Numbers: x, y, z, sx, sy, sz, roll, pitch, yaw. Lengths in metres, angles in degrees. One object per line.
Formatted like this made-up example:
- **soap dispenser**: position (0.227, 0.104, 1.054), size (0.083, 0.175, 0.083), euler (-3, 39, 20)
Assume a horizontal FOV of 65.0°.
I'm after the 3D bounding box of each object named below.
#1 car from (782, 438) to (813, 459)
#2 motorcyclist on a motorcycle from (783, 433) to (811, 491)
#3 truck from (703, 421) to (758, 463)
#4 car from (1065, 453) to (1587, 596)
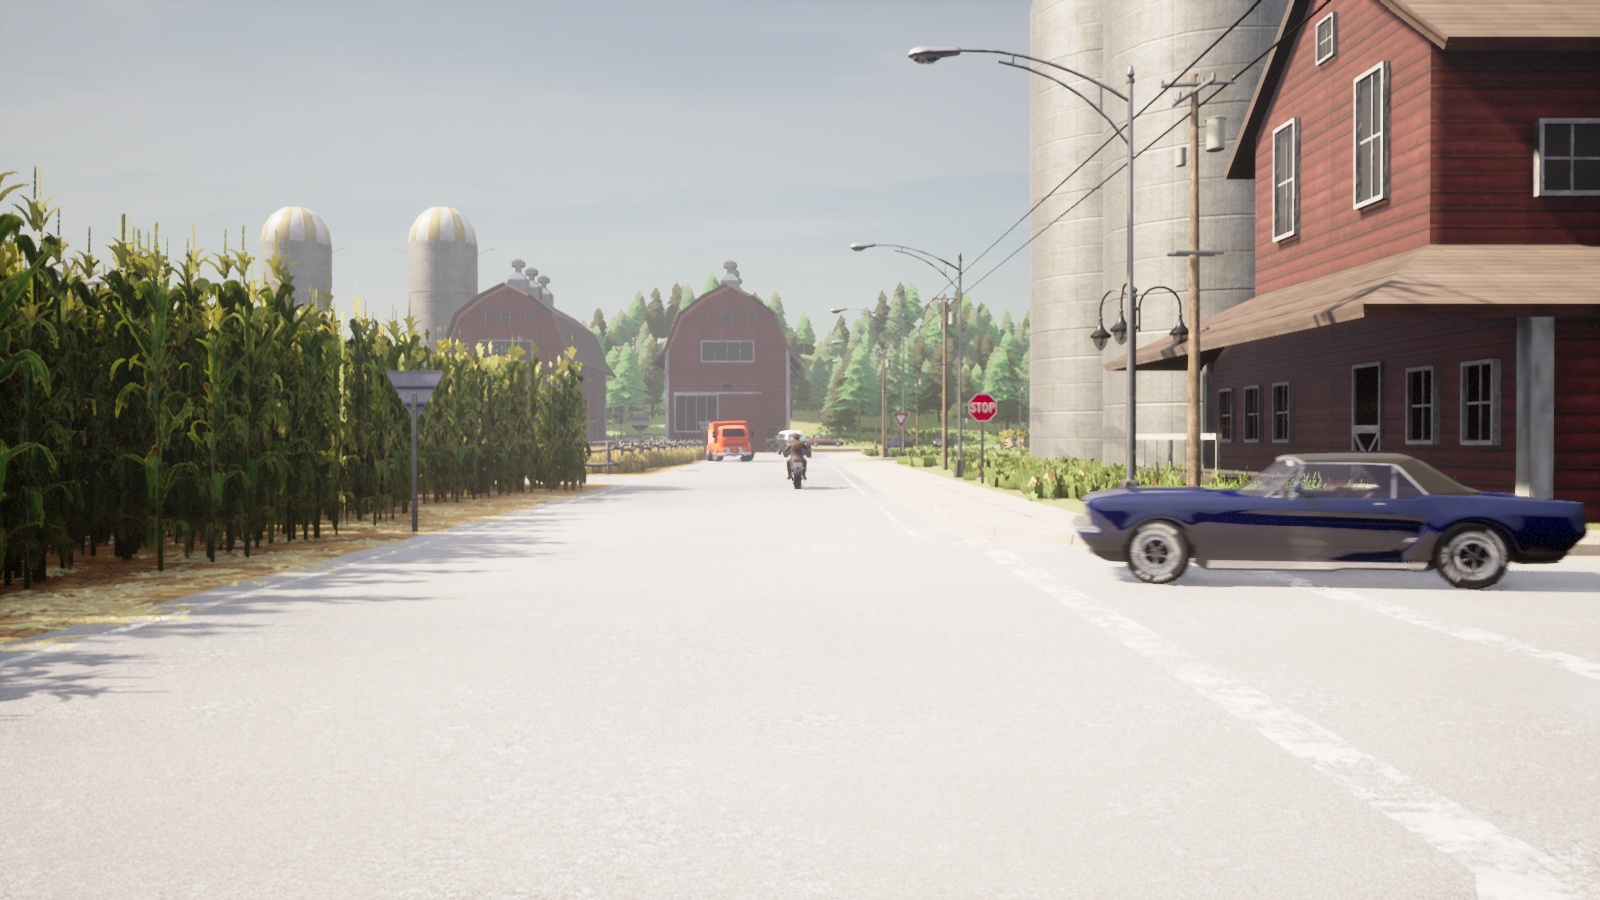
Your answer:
- **car**: position (-0.191, -0.146, 91.267), size (2.163, 1.488, 4.792), euler (0, 1, -1)
- **motorcyclist on a motorcycle**: position (-0.098, 0.336, 36.925), size (0.766, 1.649, 2.350), euler (0, 0, -2)
- **truck**: position (-4.293, -0.488, 77.054), size (2.627, 2.467, 5.204), euler (-1, 0, -11)
- **car**: position (5.181, 0.699, 13.060), size (4.718, 1.301, 1.895), euler (0, 1, 11)
